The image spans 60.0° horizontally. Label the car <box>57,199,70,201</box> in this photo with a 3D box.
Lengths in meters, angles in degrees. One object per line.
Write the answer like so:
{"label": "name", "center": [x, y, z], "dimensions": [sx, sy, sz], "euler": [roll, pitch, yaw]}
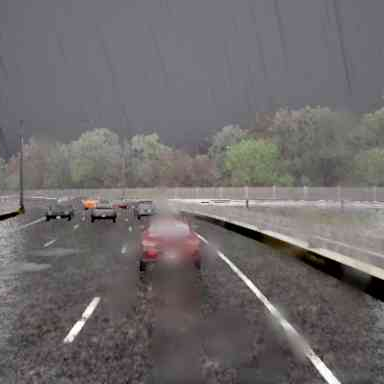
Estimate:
{"label": "car", "center": [-17.436, 1.641, 45.043], "dimensions": [2.128, 1.511, 4.902], "euler": [0, 0, -25]}

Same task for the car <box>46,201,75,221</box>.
{"label": "car", "center": [-10.968, 1.694, 27.970], "dimensions": [1.895, 1.301, 4.718], "euler": [0, 0, -15]}

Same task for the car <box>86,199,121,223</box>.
{"label": "car", "center": [-7.109, 1.569, 26.861], "dimensions": [2.128, 1.511, 4.902], "euler": [0, 0, -14]}

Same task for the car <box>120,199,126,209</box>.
{"label": "car", "center": [-10.582, 1.690, 46.852], "dimensions": [1.994, 1.385, 4.181], "euler": [0, 0, -24]}

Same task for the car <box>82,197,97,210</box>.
{"label": "car", "center": [-13.882, 1.481, 45.665], "dimensions": [2.097, 1.767, 4.553], "euler": [-1, 0, -24]}

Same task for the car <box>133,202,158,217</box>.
{"label": "car", "center": [-4.145, 1.617, 29.540], "dimensions": [2.033, 1.411, 5.357], "euler": [0, 0, -16]}

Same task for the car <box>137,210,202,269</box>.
{"label": "car", "center": [-0.784, 1.549, 11.149], "dimensions": [1.812, 1.442, 4.674], "euler": [0, 0, -6]}
